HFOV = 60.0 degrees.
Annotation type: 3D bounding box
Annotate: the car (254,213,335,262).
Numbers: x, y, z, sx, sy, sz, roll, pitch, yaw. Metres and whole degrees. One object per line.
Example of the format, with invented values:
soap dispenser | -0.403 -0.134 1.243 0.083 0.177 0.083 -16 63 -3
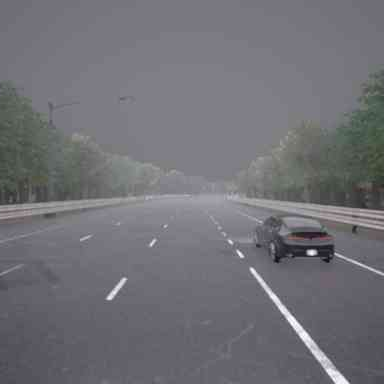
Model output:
car | 3.518 1.547 12.199 1.837 1.490 4.892 0 0 0
